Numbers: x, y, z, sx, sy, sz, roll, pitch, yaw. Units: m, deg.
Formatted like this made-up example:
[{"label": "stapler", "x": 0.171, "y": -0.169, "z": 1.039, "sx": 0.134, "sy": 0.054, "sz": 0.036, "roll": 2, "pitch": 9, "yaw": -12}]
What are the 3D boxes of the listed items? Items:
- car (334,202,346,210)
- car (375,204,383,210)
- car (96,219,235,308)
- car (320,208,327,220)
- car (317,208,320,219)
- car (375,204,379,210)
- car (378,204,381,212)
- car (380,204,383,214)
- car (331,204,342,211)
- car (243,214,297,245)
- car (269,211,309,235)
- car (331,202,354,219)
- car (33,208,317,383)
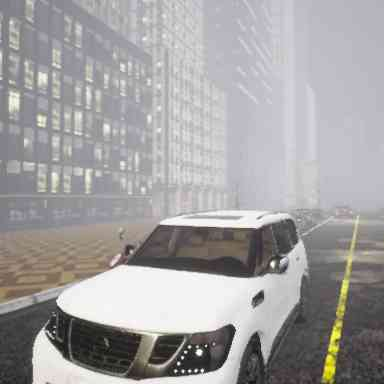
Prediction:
[{"label": "car", "x": 34.698, "y": 3.245, "z": 78.054, "sx": 2.192, "sy": 1.841, "sz": 5.009, "roll": -1, "pitch": -2, "yaw": 27}, {"label": "car", "x": 44.673, "y": 3.498, "z": 79.157, "sx": 1.887, "sy": 1.381, "sz": 4.507, "roll": -1, "pitch": -2, "yaw": 27}, {"label": "car", "x": -0.445, "y": 1.671, "z": 9.200, "sx": 1.967, "sy": 1.590, "sz": 4.097, "roll": -1, "pitch": -2, "yaw": 27}, {"label": "car", "x": 14.617, "y": 2.509, "z": 38.704, "sx": 1.947, "sy": 1.339, "sz": 4.313, "roll": -1, "pitch": -2, "yaw": 27}, {"label": "car", "x": 9.596, "y": 2.145, "z": 28.871, "sx": 1.967, "sy": 1.590, "sz": 4.097, "roll": -1, "pitch": -2, "yaw": 27}, {"label": "car", "x": 37.143, "y": 3.122, "z": 64.404, "sx": 1.887, "sy": 1.381, "sz": 4.507, "roll": -1, "pitch": -2, "yaw": 27}, {"label": "car", "x": 32.199, "y": 2.858, "z": 54.720, "sx": 1.752, "sy": 1.417, "sz": 4.829, "roll": -1, "pitch": -2, "yaw": 27}, {"label": "car", "x": 29.690, "y": 2.734, "z": 49.801, "sx": 1.752, "sy": 1.417, "sz": 4.829, "roll": -1, "pitch": -2, "yaw": 27}, {"label": "car", "x": 29.679, "y": 3.246, "z": 68.211, "sx": 1.947, "sy": 1.339, "sz": 4.313, "roll": -1, "pitch": -2, "yaw": 27}, {"label": "car", "x": 4.576, "y": 2.018, "z": 19.031, "sx": 2.008, "sy": 1.369, "sz": 4.403, "roll": -1, "pitch": -2, "yaw": 27}, {"label": "car", "x": 7.086, "y": 2.136, "z": 23.950, "sx": 2.008, "sy": 1.369, "sz": 4.403, "roll": -1, "pitch": -2, "yaw": 27}, {"label": "car", "x": 18.350, "y": 2.326, "z": 40.098, "sx": 2.097, "sy": 1.767, "sz": 4.553, "roll": -1, "pitch": -2, "yaw": 27}, {"label": "car", "x": 0.426, "y": 1.354, "z": 5.208, "sx": 2.150, "sy": 2.045, "sz": 5.566, "roll": -1, "pitch": -2, "yaw": 27}]
